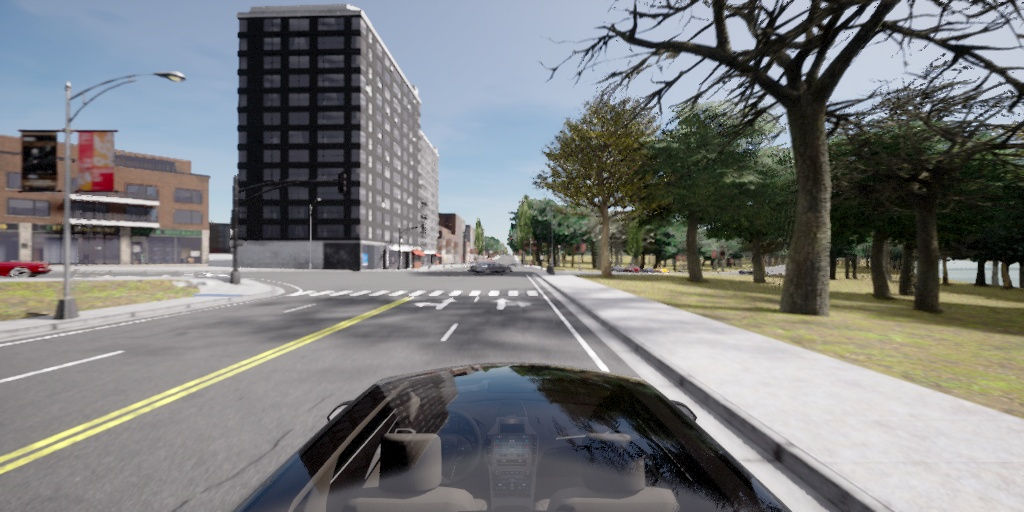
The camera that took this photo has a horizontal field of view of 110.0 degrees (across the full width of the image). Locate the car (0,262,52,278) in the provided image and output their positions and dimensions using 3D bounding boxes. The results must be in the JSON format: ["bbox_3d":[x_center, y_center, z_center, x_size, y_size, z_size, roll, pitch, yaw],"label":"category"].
[{"bbox_3d":[-26.764,0.546,17.847,4.718,1.301,1.895,2,-2,-43],"label":"car"}]

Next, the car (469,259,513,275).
[{"bbox_3d":[-2.396,1.404,40.937,5.357,1.411,2.033,1,0,-44],"label":"car"}]
